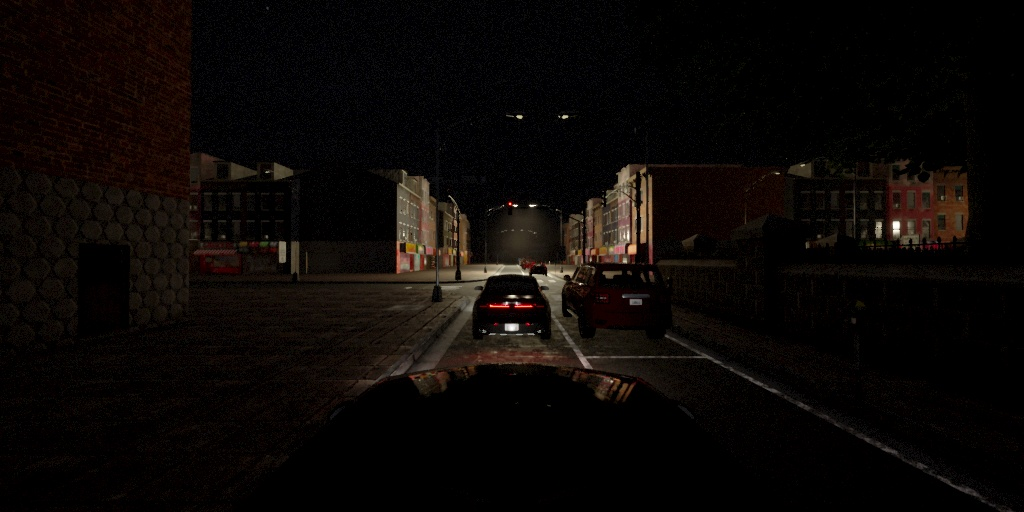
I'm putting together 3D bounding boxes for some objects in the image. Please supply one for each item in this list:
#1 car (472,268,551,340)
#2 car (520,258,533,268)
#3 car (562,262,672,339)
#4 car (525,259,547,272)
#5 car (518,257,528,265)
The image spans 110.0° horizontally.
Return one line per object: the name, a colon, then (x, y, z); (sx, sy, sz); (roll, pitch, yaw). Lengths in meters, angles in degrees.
car: (-0.009, 1.258, 9.995); (1.837, 1.490, 4.892); (0, 0, 0)
car: (2.582, 1.372, 52.777); (1.888, 1.381, 4.507); (0, 0, 0)
car: (2.629, 1.068, 10.036); (2.192, 1.841, 5.009); (0, 0, 0)
car: (2.600, 1.334, 36.465); (1.888, 1.381, 4.507); (0, 0, 0)
car: (2.576, 1.157, 58.214); (2.192, 1.841, 5.009); (0, 0, 0)
